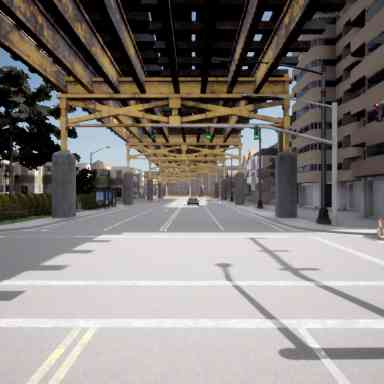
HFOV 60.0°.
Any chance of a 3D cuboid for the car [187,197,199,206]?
[{"bbox_3d":[0.188,1.570,56.208,1.994,1.385,4.181,0,0,0],"label":"car"}]
